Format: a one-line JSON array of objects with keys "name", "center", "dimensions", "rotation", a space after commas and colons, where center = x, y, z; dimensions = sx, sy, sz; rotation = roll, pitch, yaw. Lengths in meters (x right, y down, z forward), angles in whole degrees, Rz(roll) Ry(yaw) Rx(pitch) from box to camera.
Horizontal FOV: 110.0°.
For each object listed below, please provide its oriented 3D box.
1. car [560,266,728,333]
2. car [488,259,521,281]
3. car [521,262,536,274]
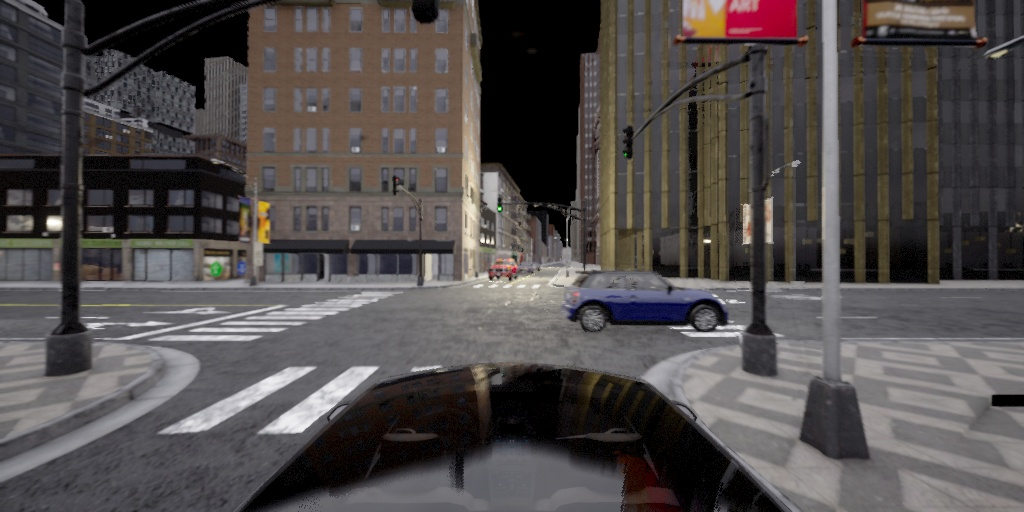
[{"name": "car", "center": [3.771, 1.189, 10.588], "dimensions": [4.553, 1.767, 2.097], "rotation": [0, -1, -1]}, {"name": "car", "center": [-0.771, 1.322, 35.522], "dimensions": [2.150, 2.045, 5.566], "rotation": [0, -1, 9]}, {"name": "car", "center": [1.866, 1.641, 51.949], "dimensions": [2.097, 1.767, 4.553], "rotation": [0, -1, 9]}]
